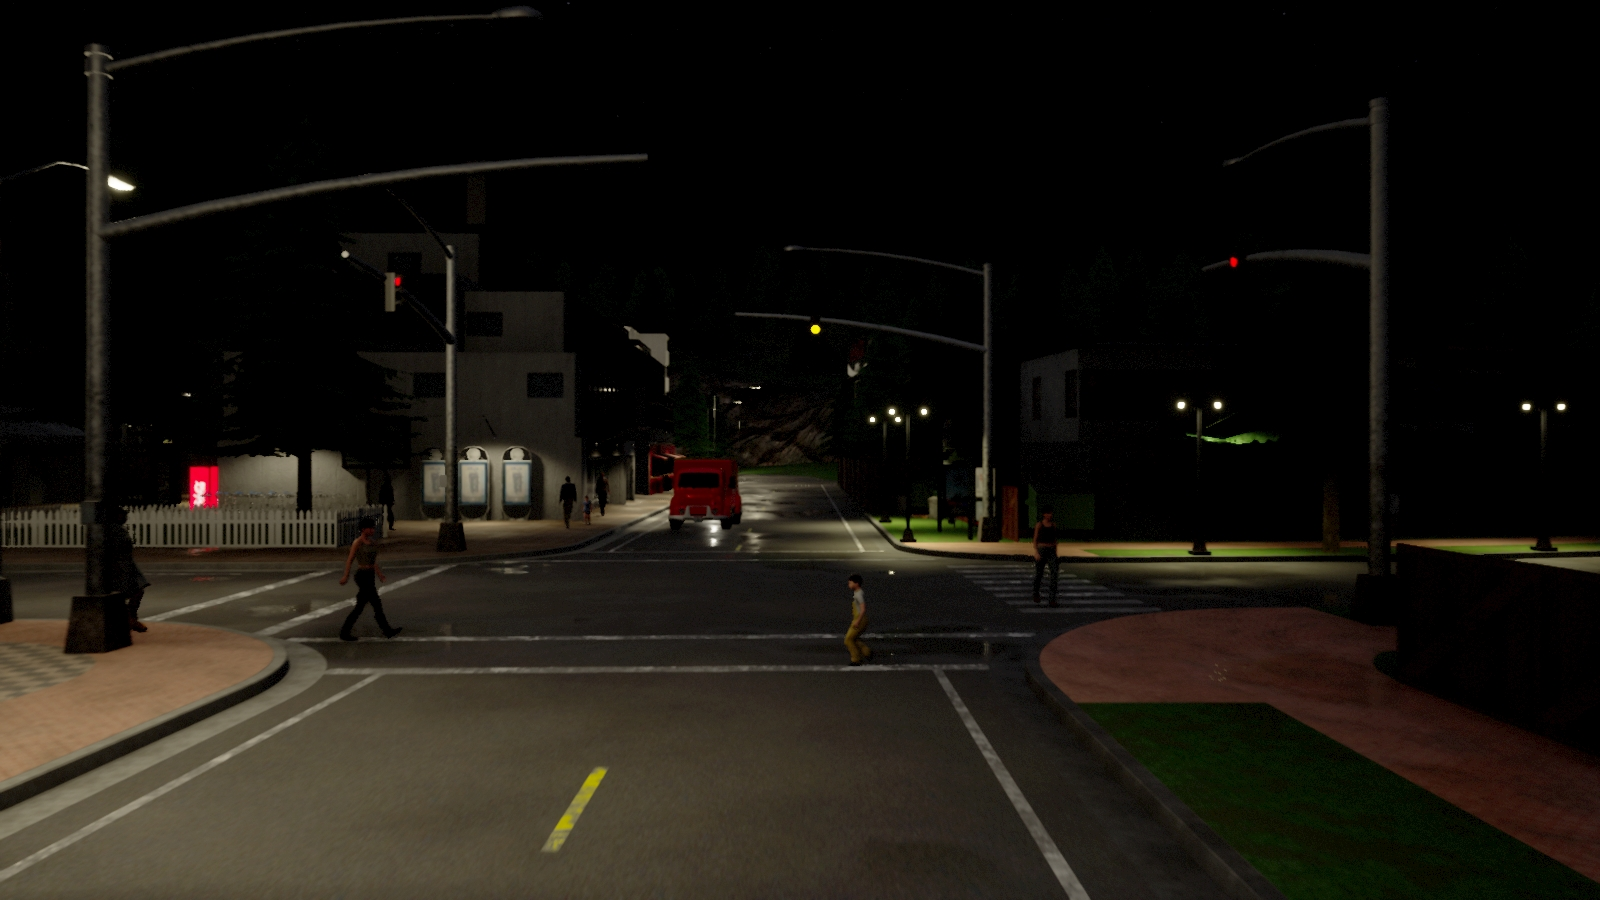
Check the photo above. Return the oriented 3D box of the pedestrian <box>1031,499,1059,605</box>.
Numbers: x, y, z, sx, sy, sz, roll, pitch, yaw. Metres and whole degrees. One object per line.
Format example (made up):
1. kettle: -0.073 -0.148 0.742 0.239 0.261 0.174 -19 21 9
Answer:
1. pedestrian: 4.381 1.816 20.416 0.375 1.860 0.375 0 0 -11

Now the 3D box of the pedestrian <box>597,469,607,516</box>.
1. pedestrian: -7.892 1.678 45.580 0.375 1.860 0.375 0 0 -14

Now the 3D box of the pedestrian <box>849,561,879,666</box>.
1. pedestrian: 0.826 2.109 14.810 0.375 1.300 0.375 0 0 2

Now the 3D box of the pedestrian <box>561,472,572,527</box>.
1. pedestrian: -7.898 1.677 38.697 0.375 1.860 0.375 0 0 -11

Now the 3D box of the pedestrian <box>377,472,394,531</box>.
1. pedestrian: -13.398 1.661 36.912 0.375 1.860 0.375 0 0 23

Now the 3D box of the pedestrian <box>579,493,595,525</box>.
1. pedestrian: -7.494 2.058 40.209 0.500 1.100 0.500 0 0 -7

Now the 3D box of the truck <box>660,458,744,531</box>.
1. truck: -3.498 1.549 41.910 2.627 2.467 5.204 0 0 0

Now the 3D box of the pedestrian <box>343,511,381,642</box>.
1. pedestrian: -6.379 1.835 16.643 0.375 1.860 0.375 0 0 9

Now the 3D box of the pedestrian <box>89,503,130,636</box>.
1. pedestrian: -9.829 1.691 16.272 0.375 1.860 0.375 0 0 -5
